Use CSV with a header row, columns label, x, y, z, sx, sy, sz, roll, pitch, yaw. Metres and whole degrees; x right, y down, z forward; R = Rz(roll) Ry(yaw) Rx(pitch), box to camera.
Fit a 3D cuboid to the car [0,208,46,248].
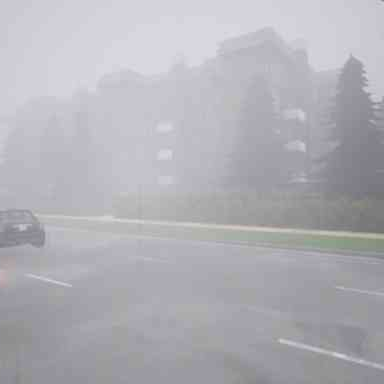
label,x,y,z,sx,sy,sz,roll,pitch,yaw
car,-8.256,1.458,14.117,4.553,1.767,2.097,-1,0,36
